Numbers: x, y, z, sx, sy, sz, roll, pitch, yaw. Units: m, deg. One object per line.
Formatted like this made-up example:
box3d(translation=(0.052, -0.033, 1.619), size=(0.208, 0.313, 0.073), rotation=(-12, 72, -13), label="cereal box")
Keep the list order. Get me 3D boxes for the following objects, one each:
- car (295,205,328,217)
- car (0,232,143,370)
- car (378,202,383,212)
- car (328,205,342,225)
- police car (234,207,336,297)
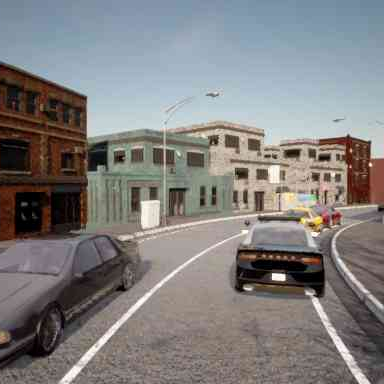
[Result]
box3d(translation=(5.784, 1.477, 17.623), size=(1.801, 1.575, 5.366), rotation=(1, 0, 28), label="car")
box3d(translation=(-2.538, 1.538, 6.374), size=(2.033, 1.411, 5.357), rotation=(0, 0, 10), label="car")
box3d(translation=(24.021, 1.697, 40.125), size=(4.181, 1.385, 1.994), rotation=(0, 1, -44), label="car")
box3d(translation=(8.674, 1.565, 22.217), size=(1.812, 1.442, 4.674), rotation=(1, 0, 36), label="car")
box3d(translation=(2.316, 1.431, 8.877), size=(1.930, 1.638, 5.238), rotation=(0, 0, 15), label="police car")
